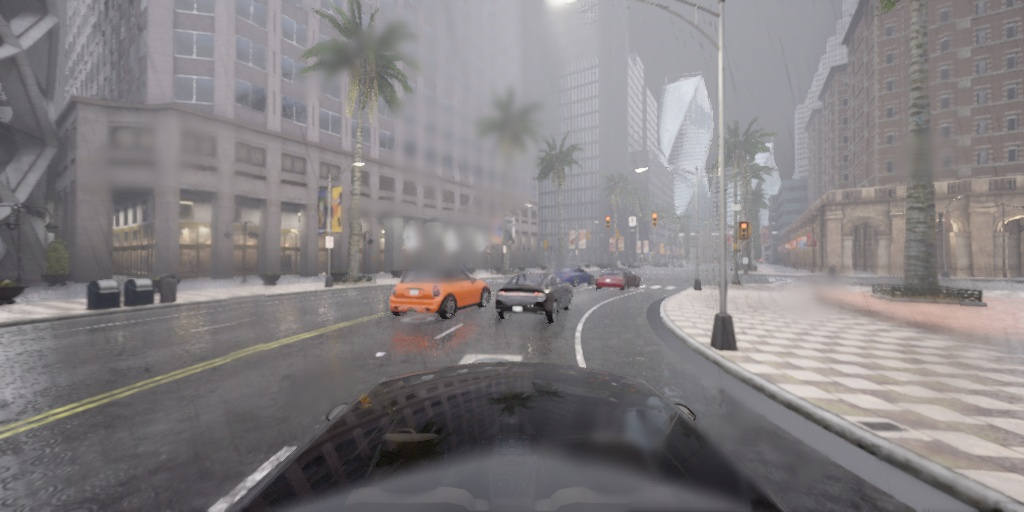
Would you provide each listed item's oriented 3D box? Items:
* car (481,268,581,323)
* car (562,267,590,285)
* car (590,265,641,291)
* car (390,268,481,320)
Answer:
[{"bbox_3d":[0.936,1.351,12.783,2.128,1.511,4.902,0,0,19],"label":"car"},{"bbox_3d":[4.456,1.518,26.578,1.812,1.442,4.674,0,0,34],"label":"car"},{"bbox_3d":[7.263,1.536,24.352,1.994,1.385,4.181,0,-1,36],"label":"car"},{"bbox_3d":[-2.485,1.215,13.542,2.097,1.767,4.553,0,-1,18],"label":"car"}]
